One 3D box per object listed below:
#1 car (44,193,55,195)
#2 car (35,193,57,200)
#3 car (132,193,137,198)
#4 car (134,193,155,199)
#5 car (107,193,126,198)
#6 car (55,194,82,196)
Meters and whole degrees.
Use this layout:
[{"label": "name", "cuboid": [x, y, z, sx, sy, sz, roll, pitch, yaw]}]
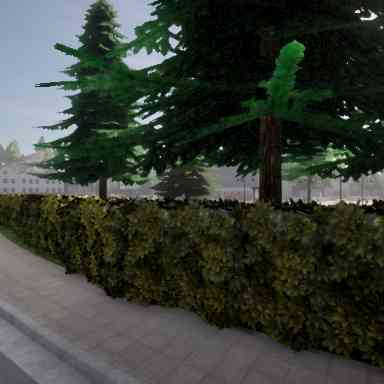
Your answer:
[{"label": "car", "cuboid": [-29.650, 1.298, 72.179, 4.514, 1.523, 2.007, 0, 0, -36]}, {"label": "car", "cuboid": [-36.329, 1.097, 82.718, 4.605, 1.855, 1.932, 0, 0, -36]}, {"label": "car", "cuboid": [-10.889, 1.097, 77.775, 4.605, 1.855, 1.932, 0, 0, -36]}, {"label": "car", "cuboid": [-7.941, 1.384, 60.690, 3.806, 1.475, 1.970, 0, 0, -36]}, {"label": "car", "cuboid": [-20.372, 1.154, 90.295, 5.027, 1.636, 2.152, 0, 0, -36]}, {"label": "car", "cuboid": [-23.862, 1.320, 64.033, 3.633, 1.501, 1.845, 0, 0, -36]}]
